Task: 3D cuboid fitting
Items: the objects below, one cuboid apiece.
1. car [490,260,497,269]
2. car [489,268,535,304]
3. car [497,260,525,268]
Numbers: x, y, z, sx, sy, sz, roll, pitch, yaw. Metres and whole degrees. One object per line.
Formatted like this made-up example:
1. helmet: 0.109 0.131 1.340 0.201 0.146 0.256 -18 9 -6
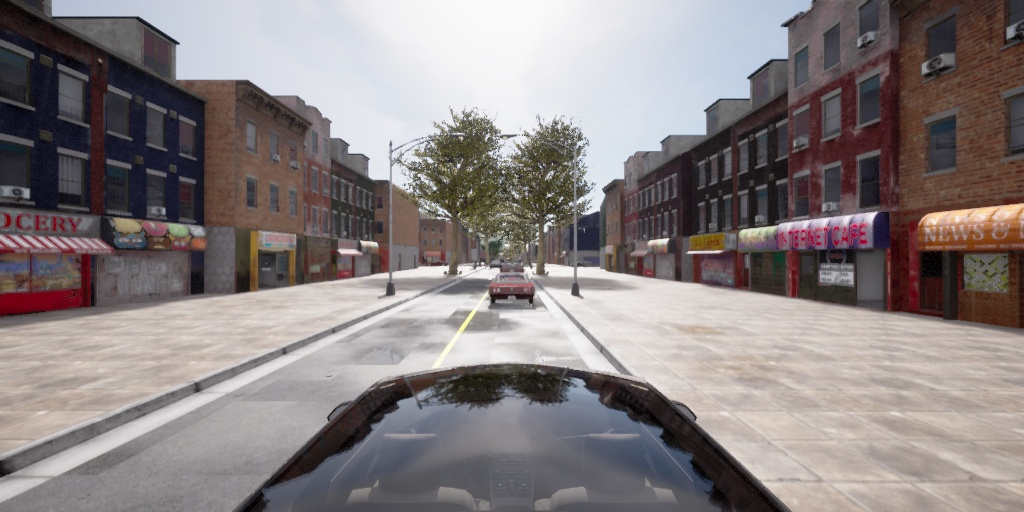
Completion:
1. car: -2.750 1.448 61.503 1.882 1.535 5.008 0 0 0
2. car: 0.000 1.394 16.532 1.895 1.301 4.718 0 0 0
3. car: 0.000 1.191 31.472 2.097 1.767 4.553 0 0 0
